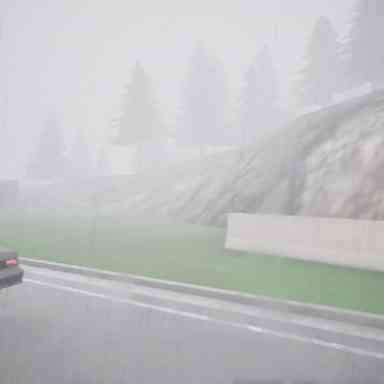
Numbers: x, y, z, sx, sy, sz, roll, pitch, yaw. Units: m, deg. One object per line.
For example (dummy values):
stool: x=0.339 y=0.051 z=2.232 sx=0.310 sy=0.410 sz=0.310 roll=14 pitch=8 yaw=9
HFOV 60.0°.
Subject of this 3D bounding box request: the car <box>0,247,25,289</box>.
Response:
car: x=-6.085 y=1.492 z=7.459 sx=5.357 sy=1.411 sz=2.033 roll=0 pitch=1 yaw=30
